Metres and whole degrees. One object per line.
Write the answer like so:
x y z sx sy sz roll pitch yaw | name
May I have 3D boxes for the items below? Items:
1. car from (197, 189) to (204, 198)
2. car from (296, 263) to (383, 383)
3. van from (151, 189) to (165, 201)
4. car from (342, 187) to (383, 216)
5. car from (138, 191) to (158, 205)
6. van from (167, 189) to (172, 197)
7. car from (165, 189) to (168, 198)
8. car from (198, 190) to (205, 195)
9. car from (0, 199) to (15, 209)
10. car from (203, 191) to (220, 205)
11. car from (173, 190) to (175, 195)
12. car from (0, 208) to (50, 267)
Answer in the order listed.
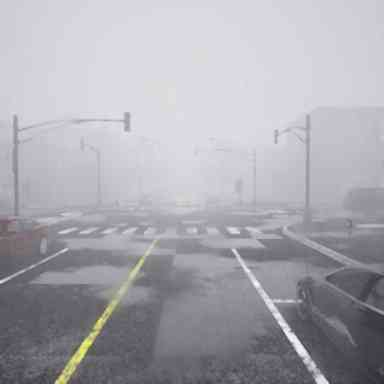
2.610 0.511 69.856 2.008 1.369 4.403 -1 1 0 | car
2.683 1.503 4.069 1.947 1.339 4.313 -1 1 0 | car
-5.753 0.550 53.206 1.690 1.788 3.998 0 1 0 | van
14.205 0.675 24.829 5.566 2.045 2.150 -1 1 -1 | car
-5.739 0.956 42.118 1.802 1.307 4.206 0 1 0 | car
-5.772 0.302 69.843 1.690 1.788 3.998 0 1 0 | van
-5.758 0.671 58.755 1.887 1.381 4.507 0 1 0 | car
2.586 0.175 92.039 1.887 1.381 4.507 -1 1 0 | car
-18.230 1.283 29.907 4.313 1.339 1.947 -1 2 -1 | car
2.640 0.896 42.297 1.752 1.417 4.829 -1 1 0 | car
-5.795 0.197 92.029 1.947 1.339 4.313 0 1 0 | car
-5.703 1.401 9.602 1.887 1.381 4.507 0 1 0 | car
